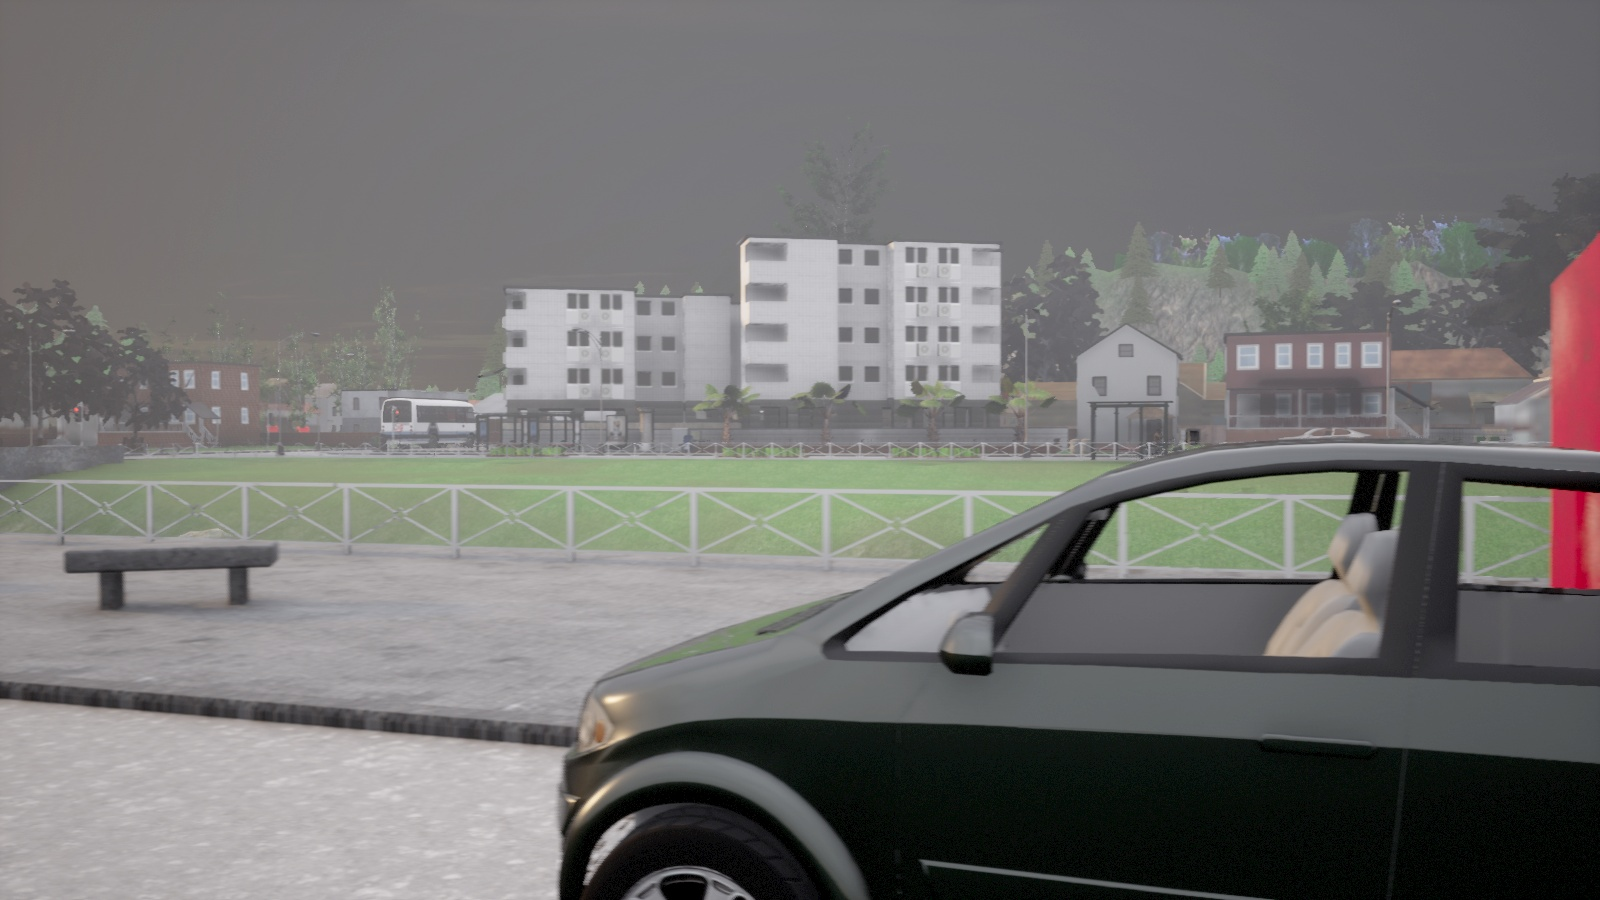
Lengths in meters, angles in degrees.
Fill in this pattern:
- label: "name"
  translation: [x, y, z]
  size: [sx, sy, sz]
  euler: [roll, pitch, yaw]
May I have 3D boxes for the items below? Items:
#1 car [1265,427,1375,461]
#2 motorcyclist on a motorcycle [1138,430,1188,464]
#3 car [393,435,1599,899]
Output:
- label: "car"
  translation: [26.473, -0.321, 64.135]
  size: [5.027, 1.651, 2.152]
  euler: [1, 1, 19]
- label: "motorcyclist on a motorcycle"
  translation: [18.136, -0.158, 62.715]
  size: [2.350, 1.649, 0.766]
  euler: [1, 1, 19]
- label: "car"
  translation: [1.036, 0.758, 3.346]
  size: [3.705, 1.549, 1.789]
  euler: [1, 1, 19]
